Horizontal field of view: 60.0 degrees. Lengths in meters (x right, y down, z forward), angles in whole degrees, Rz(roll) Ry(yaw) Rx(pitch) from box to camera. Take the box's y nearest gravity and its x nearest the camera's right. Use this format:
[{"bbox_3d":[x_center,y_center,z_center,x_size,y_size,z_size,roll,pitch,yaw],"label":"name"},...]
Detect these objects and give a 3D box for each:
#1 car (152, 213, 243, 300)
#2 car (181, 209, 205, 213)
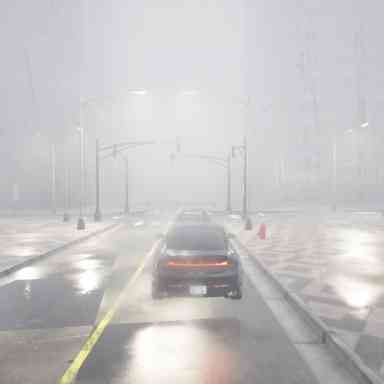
[{"bbox_3d":[0.098,1.502,8.370,1.837,1.490,4.892,0,0,0],"label":"car"},{"bbox_3d":[0.054,1.557,17.273,1.994,1.385,4.181,0,0,1],"label":"car"}]
